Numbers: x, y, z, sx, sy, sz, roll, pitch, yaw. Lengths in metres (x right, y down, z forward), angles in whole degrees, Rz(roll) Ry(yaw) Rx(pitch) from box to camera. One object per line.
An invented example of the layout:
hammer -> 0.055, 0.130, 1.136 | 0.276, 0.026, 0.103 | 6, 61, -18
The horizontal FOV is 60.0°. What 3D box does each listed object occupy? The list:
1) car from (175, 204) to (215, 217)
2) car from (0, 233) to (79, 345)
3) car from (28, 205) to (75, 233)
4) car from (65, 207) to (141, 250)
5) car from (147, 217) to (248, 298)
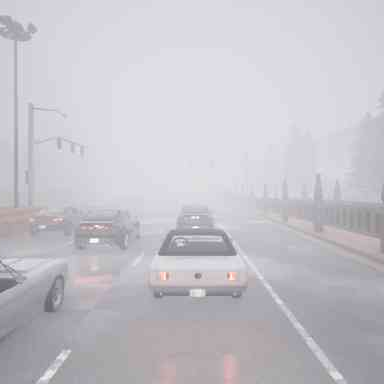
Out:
car -> 0.171, 1.386, 17.586 | 1.837, 1.490, 4.892 | 0, 0, 0
car -> -3.389, 1.577, 4.634 | 1.895, 1.301, 4.718 | 0, 0, 0
car -> -6.858, 1.408, 17.487 | 1.812, 1.442, 4.674 | 0, 0, -1
car -> -3.349, 1.413, 13.861 | 1.837, 1.490, 4.892 | 0, 0, 0
car -> 0.123, 1.550, 8.326 | 1.895, 1.301, 4.718 | 0, 0, 0
